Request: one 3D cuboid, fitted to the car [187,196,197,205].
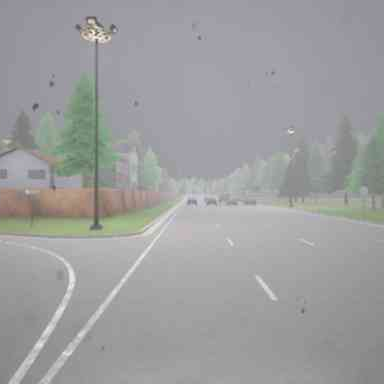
[{"bbox_3d":[0.042,1.647,61.193,1.882,1.535,5.008,0,0,0],"label":"car"}]

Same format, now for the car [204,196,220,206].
[{"bbox_3d":[3.535,1.672,60.414,1.837,1.490,4.892,0,0,1],"label":"car"}]

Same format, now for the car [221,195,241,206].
[{"bbox_3d":[7.034,1.715,60.299,2.033,1.411,5.357,0,0,1],"label":"car"}]

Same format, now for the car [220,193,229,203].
[{"bbox_3d":[6.992,1.341,72.442,2.150,2.045,5.566,0,0,0],"label":"car"}]

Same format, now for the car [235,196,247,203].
[{"bbox_3d":[10.492,1.599,71.581,1.994,1.385,4.181,0,0,0],"label":"car"}]

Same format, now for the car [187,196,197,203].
[{"bbox_3d":[-0.008,1.599,71.580,1.994,1.385,4.181,0,0,0],"label":"car"}]

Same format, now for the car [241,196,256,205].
[{"bbox_3d":[10.541,1.660,60.887,2.128,1.511,4.902,0,0,1],"label":"car"}]
